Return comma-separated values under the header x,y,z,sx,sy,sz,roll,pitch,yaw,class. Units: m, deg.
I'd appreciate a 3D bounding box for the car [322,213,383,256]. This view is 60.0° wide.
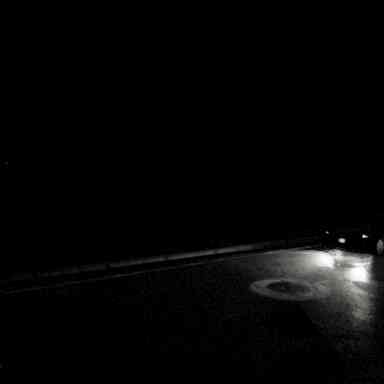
x,y,z,sx,sy,sz,roll,pitch,yaw,class
7.032,1.551,13.031,4.181,1.385,1.994,0,0,-34,car
